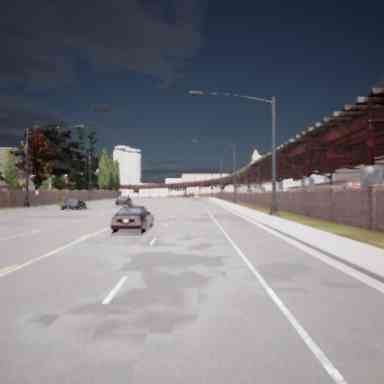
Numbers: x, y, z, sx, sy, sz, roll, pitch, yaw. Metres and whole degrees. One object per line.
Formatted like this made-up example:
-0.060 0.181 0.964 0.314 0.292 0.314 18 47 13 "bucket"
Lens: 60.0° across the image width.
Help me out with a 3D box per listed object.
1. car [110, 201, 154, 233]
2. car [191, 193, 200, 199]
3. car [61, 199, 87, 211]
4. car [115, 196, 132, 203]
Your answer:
-3.391 1.511 19.546 2.033 1.411 5.357 0 0 0 "car"
1.261 1.232 91.810 1.801 1.575 5.366 0 0 0 "car"
-14.066 1.477 39.750 1.994 1.385 4.181 0 0 0 "car"
-10.540 1.359 51.574 1.882 1.535 5.008 0 0 1 "car"
